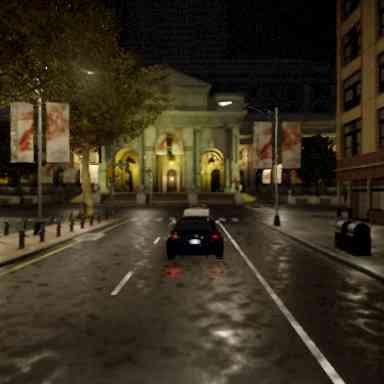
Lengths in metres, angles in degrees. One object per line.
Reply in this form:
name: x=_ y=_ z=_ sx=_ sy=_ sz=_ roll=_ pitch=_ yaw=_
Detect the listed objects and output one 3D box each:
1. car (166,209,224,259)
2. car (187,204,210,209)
car: x=0.141 y=1.569 z=12.688 sx=1.994 sy=1.385 sz=4.181 roll=0 pitch=0 yaw=1
car: x=0.500 y=1.610 z=26.897 sx=1.895 sy=1.301 sz=4.718 roll=0 pitch=0 yaw=4
